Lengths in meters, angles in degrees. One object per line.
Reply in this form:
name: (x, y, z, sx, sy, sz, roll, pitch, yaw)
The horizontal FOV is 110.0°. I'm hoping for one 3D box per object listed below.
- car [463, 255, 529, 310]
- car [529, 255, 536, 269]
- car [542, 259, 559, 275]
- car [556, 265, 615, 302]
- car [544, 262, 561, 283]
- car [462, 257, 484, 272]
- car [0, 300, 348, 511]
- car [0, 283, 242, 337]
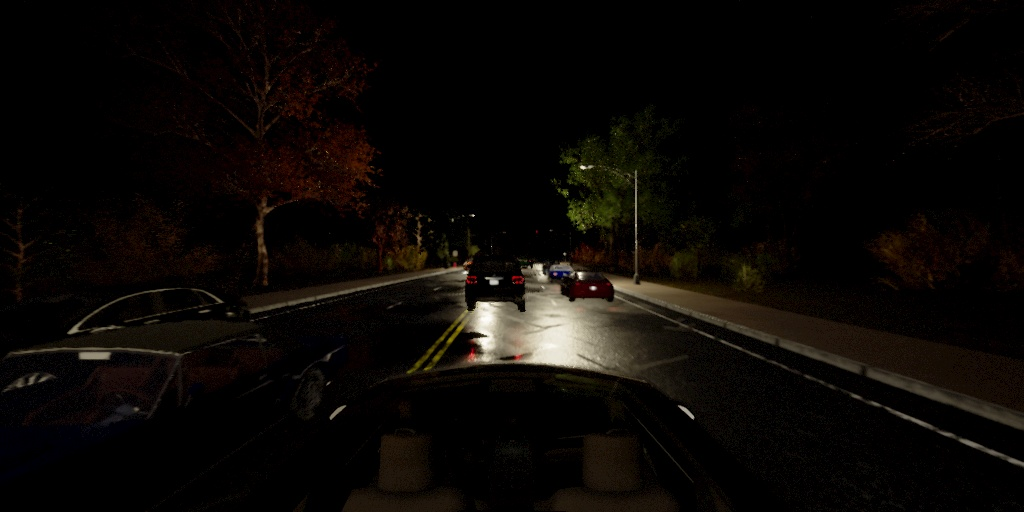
car: (-0.515, 0.969, 14.732, 2.150, 2.045, 5.566, 0, 0, 2)
car: (2.224, 0.910, 56.417, 2.150, 2.045, 5.566, 0, 0, 5)
car: (4.297, 1.150, 38.817, 2.033, 1.649, 4.856, 0, 0, 3)
car: (3.443, 1.310, 16.985, 1.994, 1.385, 4.181, 0, 0, 1)
car: (3.786, 1.336, 27.934, 1.895, 1.301, 4.718, 0, 0, 2)
car: (-5.030, 1.058, 47.096, 2.097, 1.767, 4.553, 0, 0, 4)
car: (-3.331, 1.350, 2.995, 1.895, 1.301, 4.718, 0, 0, 0)
car: (-6.558, 1.253, 5.719, 1.837, 1.490, 4.892, 0, 0, 0)
